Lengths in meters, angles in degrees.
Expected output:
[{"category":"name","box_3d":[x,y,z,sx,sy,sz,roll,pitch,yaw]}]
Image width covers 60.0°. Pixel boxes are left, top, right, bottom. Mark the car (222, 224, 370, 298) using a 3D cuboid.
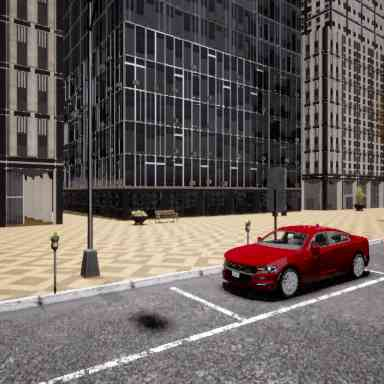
[{"category":"car","box_3d":[2.774,1.545,8.528,4.507,1.381,1.887,0,0,-35]}]
